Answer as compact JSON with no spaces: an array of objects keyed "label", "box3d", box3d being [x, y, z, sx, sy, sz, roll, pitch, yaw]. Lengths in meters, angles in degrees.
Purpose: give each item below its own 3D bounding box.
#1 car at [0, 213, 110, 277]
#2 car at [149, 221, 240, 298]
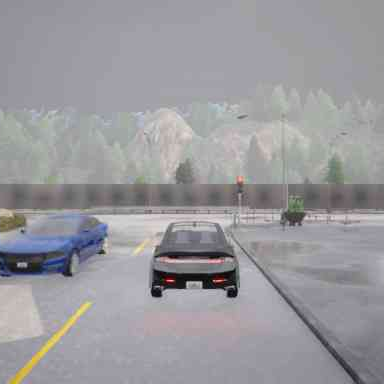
[{"label":"car","box3d":[-4.021,1.476,10.449,1.882,1.535,5.008,0,0,1]},{"label":"car","box3d":[0.063,1.490,8.512,2.128,1.511,4.902,0,0,1]}]
